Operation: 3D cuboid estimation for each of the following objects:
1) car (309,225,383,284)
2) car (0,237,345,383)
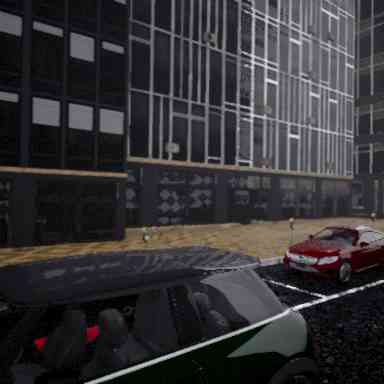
[{"bbox_3d":[4.496,1.654,9.751,4.206,1.307,1.802,1,0,-35],"label":"car"},{"bbox_3d":[-1.072,1.356,2.604,4.553,1.767,2.097,0,0,-35],"label":"car"}]
